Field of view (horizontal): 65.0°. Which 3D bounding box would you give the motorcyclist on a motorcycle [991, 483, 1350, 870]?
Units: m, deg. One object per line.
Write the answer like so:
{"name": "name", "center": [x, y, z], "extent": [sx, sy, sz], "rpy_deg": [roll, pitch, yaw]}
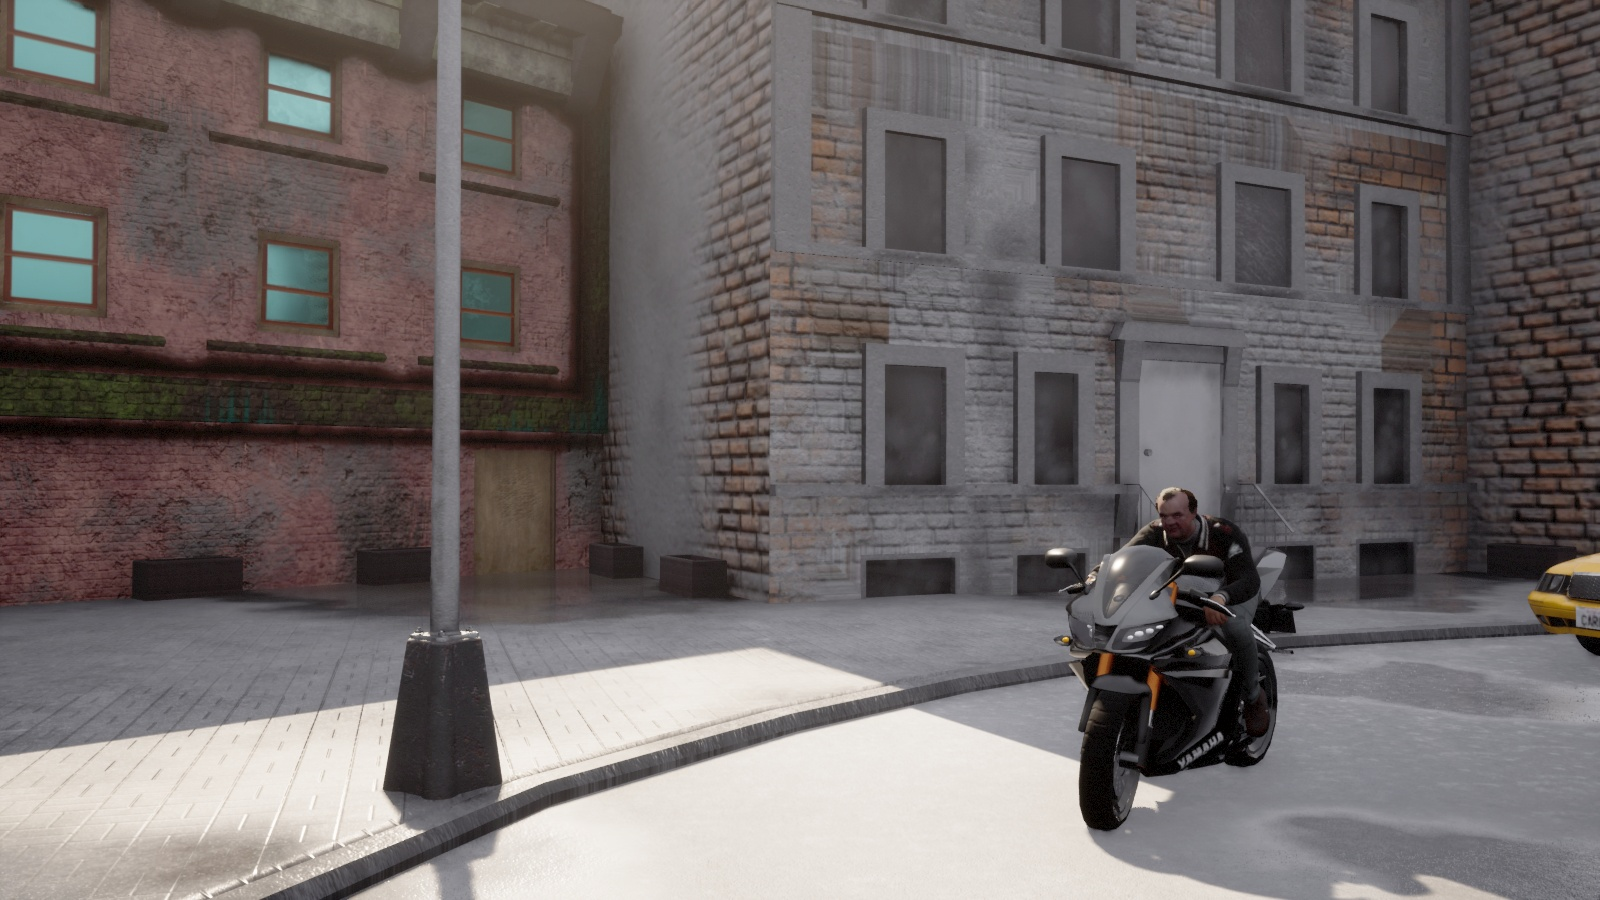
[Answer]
{"name": "motorcyclist on a motorcycle", "center": [1.903, 0.943, 6.183], "extent": [0.866, 1.530, 2.191], "rpy_deg": [-1, -1, 40]}

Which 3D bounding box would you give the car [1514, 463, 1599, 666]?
{"name": "car", "center": [8.800, 0.884, 10.424], "extent": [5.366, 1.575, 1.801], "rpy_deg": [0, -1, -17]}
